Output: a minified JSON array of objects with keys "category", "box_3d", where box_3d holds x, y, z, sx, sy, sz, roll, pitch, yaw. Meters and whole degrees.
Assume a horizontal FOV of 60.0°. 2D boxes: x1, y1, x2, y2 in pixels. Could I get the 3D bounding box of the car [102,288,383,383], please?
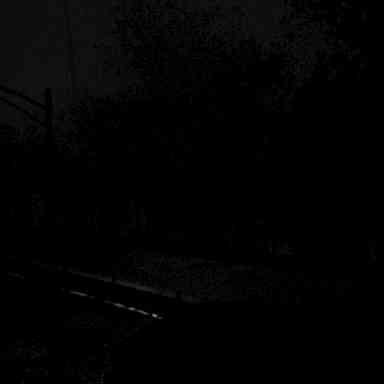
[{"category":"car","box_3d":[1.732,1.547,2.450,5.357,1.411,2.033,0,0,36]}]
